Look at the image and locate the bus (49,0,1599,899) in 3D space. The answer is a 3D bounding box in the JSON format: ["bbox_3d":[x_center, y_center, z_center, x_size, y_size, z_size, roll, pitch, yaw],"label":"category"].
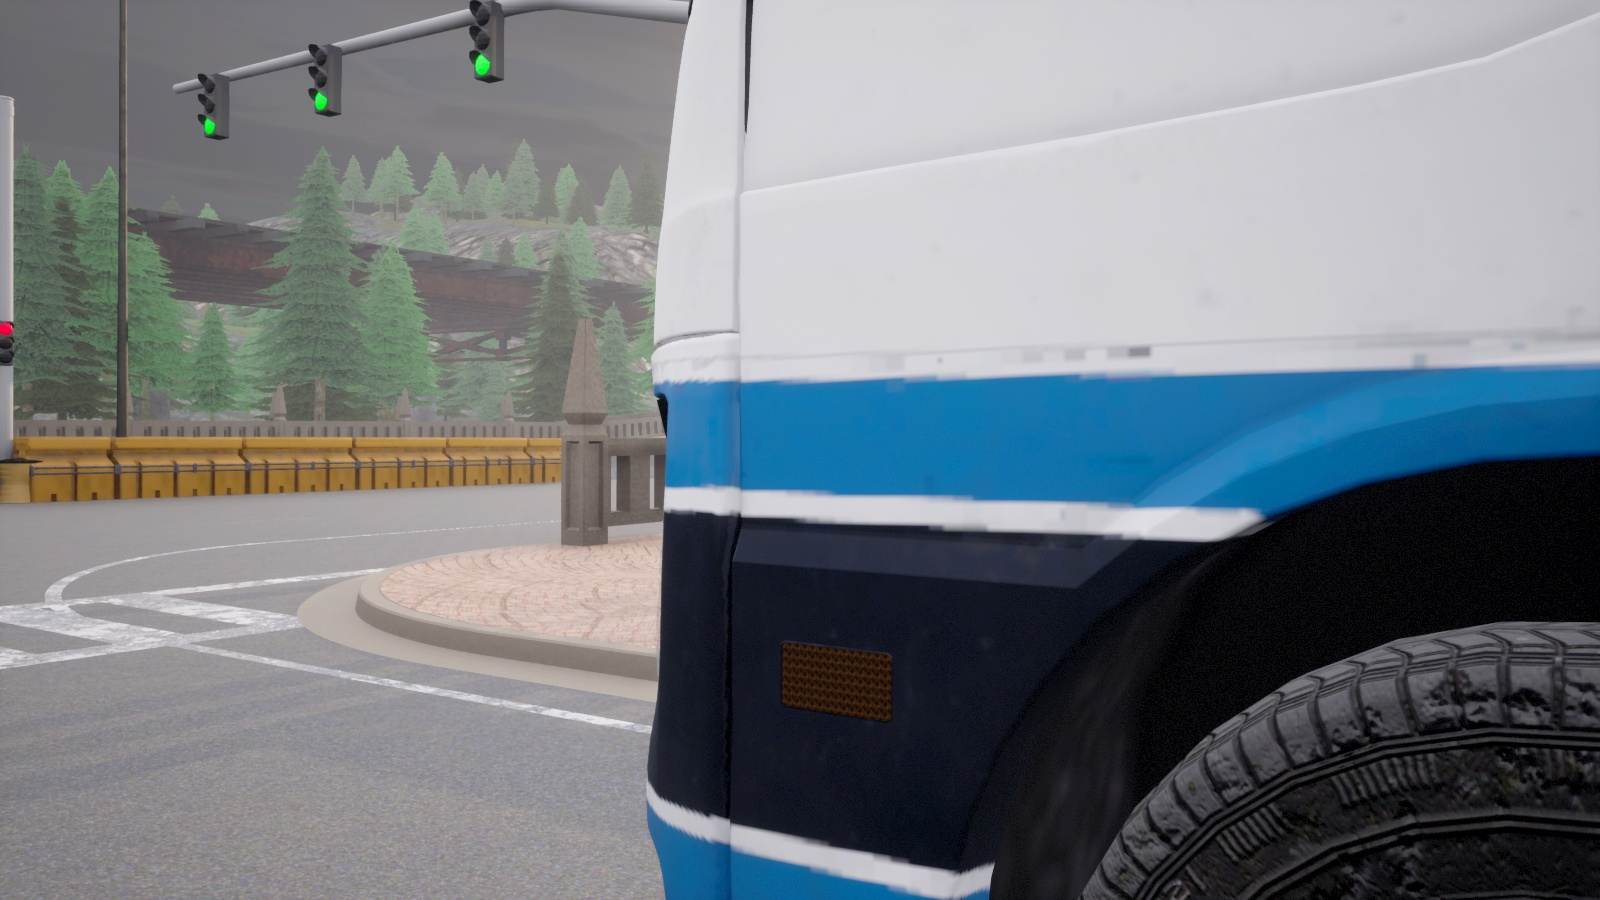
[{"bbox_3d":[4.151,-0.694,0.838,10.273,4.253,3.944,0,1,34],"label":"bus"}]
